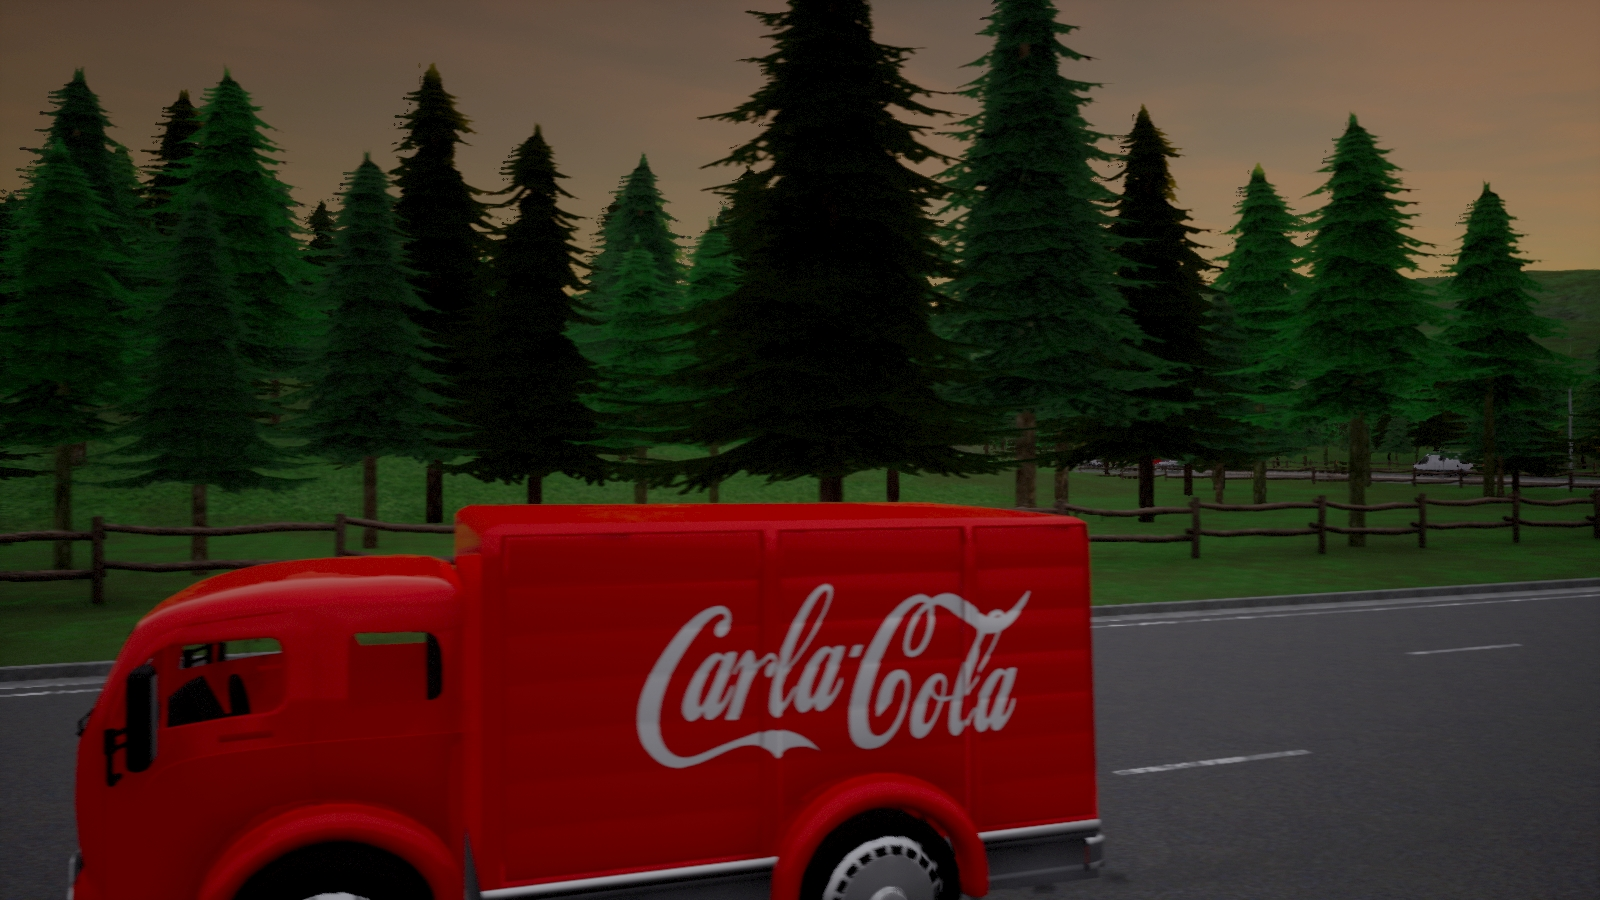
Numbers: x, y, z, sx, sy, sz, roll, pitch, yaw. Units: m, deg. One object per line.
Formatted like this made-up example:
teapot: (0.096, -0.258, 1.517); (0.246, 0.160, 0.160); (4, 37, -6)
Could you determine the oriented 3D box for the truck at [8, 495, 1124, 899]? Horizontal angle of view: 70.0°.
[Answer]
truck: (-1.118, 1.569, 6.618); (5.204, 2.467, 2.627); (0, 0, -20)
